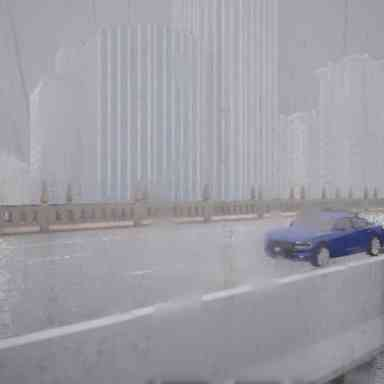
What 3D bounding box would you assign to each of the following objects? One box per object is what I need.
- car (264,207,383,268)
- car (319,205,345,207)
[{"bbox_3d":[4.674,1.478,11.516,5.008,1.535,1.882,0,0,-35],"label":"car"},{"bbox_3d":[9.576,1.601,23.317,4.718,1.301,1.895,0,0,-34],"label":"car"}]
